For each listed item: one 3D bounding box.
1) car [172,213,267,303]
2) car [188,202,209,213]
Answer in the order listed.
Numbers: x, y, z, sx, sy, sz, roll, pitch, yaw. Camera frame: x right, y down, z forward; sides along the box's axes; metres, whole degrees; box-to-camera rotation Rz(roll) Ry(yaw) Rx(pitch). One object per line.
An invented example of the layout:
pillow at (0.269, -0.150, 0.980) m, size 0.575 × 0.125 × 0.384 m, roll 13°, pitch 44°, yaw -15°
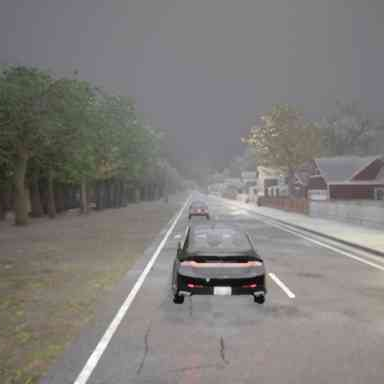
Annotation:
car at (0.537, 1.514, 8.217) m, size 2.128 × 1.511 × 4.902 m, roll 0°, pitch 0°, yaw 0°
car at (0.583, 1.621, 30.138) m, size 2.033 × 1.411 × 5.357 m, roll 0°, pitch 0°, yaw 0°
